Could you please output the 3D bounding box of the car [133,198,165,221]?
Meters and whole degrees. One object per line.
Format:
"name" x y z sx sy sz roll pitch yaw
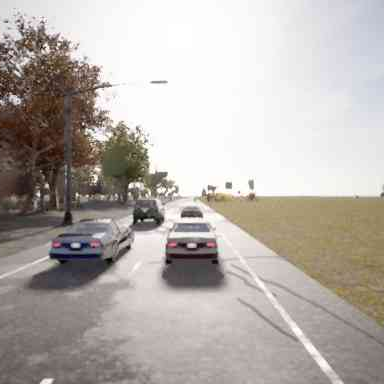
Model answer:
"car" -3.506 1.520 27.600 2.150 2.045 5.566 0 0 0

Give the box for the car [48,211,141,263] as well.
"car" -3.497 1.682 12.535 2.033 1.411 5.357 0 -1 0

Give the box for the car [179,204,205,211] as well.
"car" 0.007 1.812 28.491 1.837 1.490 4.892 0 0 1

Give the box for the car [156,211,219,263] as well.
"car" 0.003 1.682 12.540 2.033 1.411 5.357 0 -1 0

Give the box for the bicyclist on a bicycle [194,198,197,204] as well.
"bicyclist on a bicycle" 0.910 2.441 92.382 0.582 1.620 1.656 0 -1 0
